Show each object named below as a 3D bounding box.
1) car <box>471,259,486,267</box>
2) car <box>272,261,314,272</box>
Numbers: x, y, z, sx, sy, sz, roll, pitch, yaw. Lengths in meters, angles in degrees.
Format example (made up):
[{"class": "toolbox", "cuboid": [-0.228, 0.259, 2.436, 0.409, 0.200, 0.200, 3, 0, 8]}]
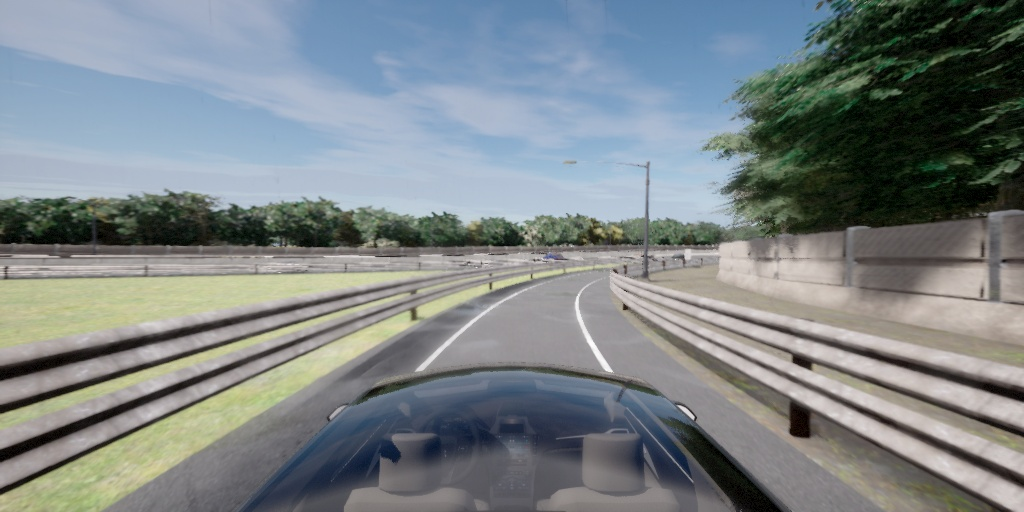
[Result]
[{"class": "car", "cuboid": [-5.094, 1.272, 65.187, 4.718, 1.301, 1.895, -1, 2, -28]}, {"class": "car", "cuboid": [-31.288, 1.476, 51.366, 5.357, 1.411, 2.033, 0, 2, -28]}]
